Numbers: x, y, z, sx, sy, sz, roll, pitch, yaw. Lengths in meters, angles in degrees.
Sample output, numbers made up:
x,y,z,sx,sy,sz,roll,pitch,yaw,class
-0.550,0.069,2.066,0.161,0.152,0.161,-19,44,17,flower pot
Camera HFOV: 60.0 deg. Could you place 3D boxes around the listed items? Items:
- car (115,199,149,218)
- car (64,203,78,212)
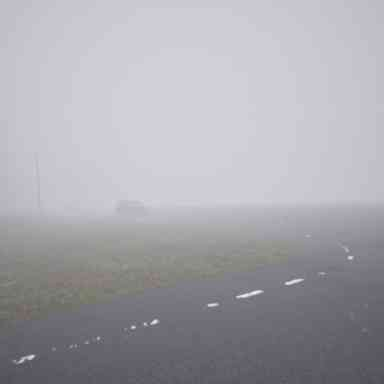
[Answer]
x,y,z,sx,sy,sz,roll,pitch,yaw,class
-7.307,1.935,39.957,2.150,2.045,5.566,-4,1,-36,car
-22.949,2.964,63.025,1.837,1.490,4.892,-4,1,-30,car
